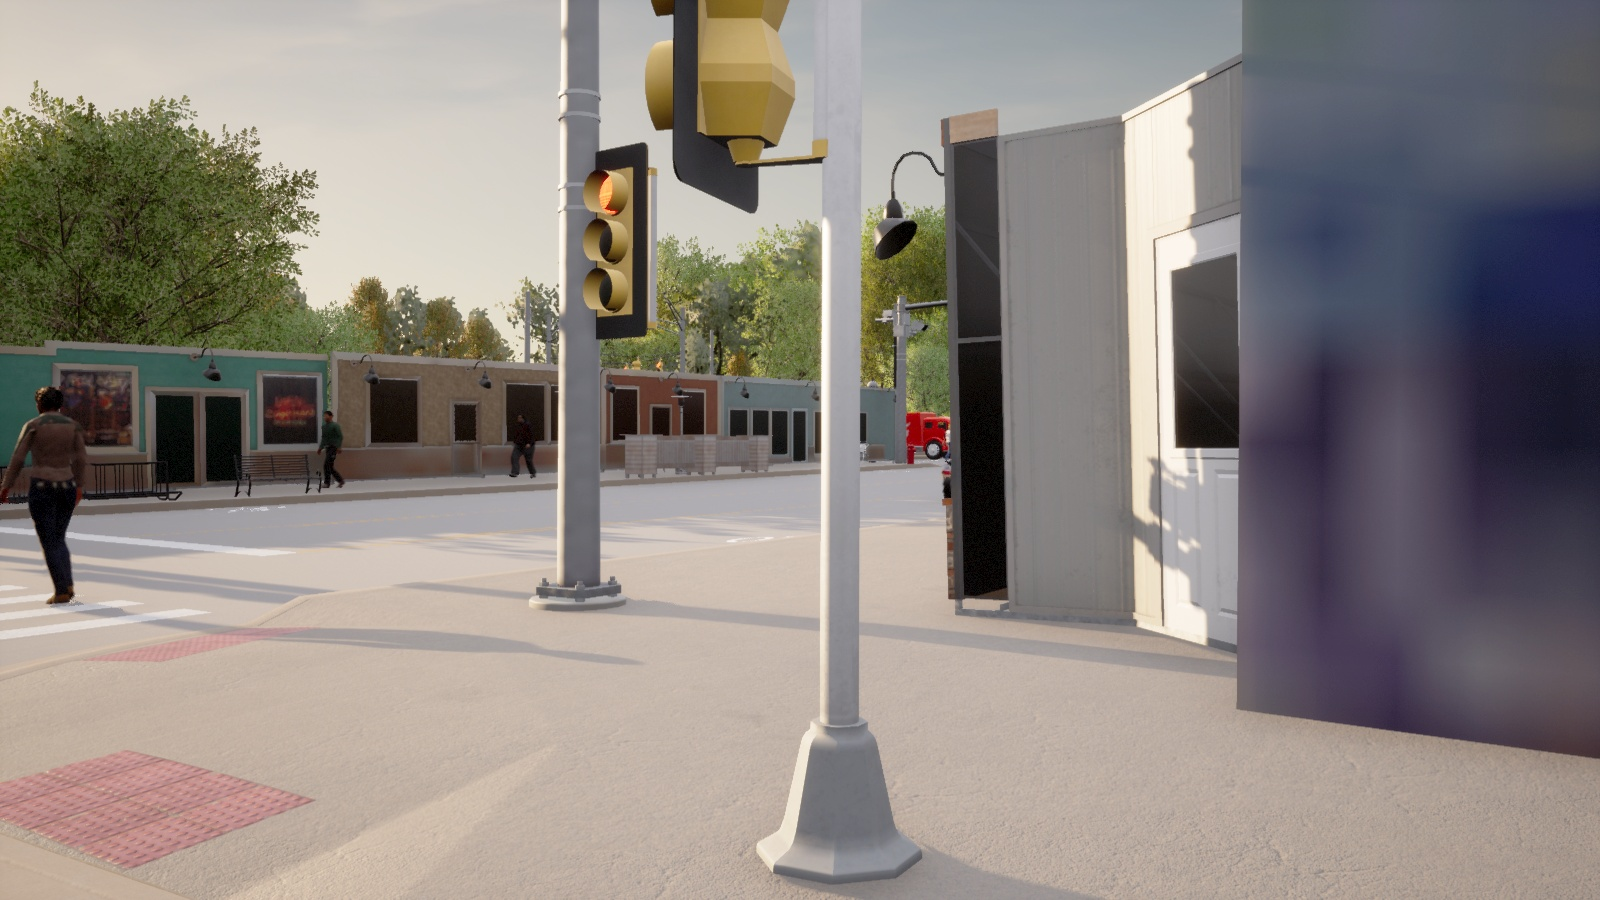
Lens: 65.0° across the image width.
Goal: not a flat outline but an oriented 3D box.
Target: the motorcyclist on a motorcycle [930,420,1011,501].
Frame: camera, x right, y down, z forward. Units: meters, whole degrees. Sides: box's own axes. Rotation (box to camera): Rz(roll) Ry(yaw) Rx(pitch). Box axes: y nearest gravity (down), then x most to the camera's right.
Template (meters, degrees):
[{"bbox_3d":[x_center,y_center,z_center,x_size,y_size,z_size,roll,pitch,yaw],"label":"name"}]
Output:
[{"bbox_3d":[3.694,0.199,27.003,0.766,1.649,2.350,0,1,33],"label":"motorcyclist on a motorcycle"}]

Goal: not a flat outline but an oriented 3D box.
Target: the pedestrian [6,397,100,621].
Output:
[{"bbox_3d":[-6.246,0.474,10.498,0.869,1.805,0.328,0,1,36],"label":"pedestrian"}]

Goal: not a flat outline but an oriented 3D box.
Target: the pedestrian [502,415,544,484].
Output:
[{"bbox_3d":[-7.541,-0.026,34.221,0.634,1.844,0.899,0,1,33],"label":"pedestrian"}]

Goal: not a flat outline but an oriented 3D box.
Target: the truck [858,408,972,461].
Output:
[{"bbox_3d":[6.030,-0.821,65.671,5.204,2.467,2.627,-3,0,29],"label":"truck"}]

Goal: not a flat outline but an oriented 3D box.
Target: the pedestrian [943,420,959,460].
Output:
[{"bbox_3d":[6.944,-0.475,57.789,0.706,1.836,0.354,-1,1,-41],"label":"pedestrian"}]

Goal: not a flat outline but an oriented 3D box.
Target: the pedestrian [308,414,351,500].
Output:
[{"bbox_3d":[-10.755,0.154,28.695,0.423,1.949,0.788,0,1,36],"label":"pedestrian"}]
